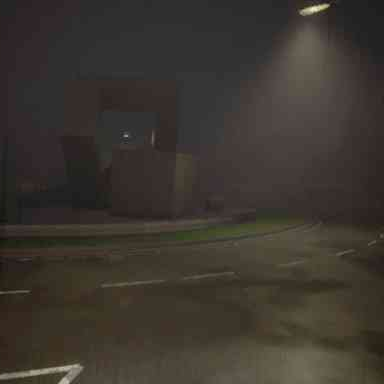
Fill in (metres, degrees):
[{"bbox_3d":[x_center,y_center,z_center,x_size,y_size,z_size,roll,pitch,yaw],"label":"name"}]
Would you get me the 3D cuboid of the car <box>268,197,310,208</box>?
[{"bbox_3d":[11.662,1.283,40.422,1.895,1.301,4.718,0,1,-41],"label":"car"}]
